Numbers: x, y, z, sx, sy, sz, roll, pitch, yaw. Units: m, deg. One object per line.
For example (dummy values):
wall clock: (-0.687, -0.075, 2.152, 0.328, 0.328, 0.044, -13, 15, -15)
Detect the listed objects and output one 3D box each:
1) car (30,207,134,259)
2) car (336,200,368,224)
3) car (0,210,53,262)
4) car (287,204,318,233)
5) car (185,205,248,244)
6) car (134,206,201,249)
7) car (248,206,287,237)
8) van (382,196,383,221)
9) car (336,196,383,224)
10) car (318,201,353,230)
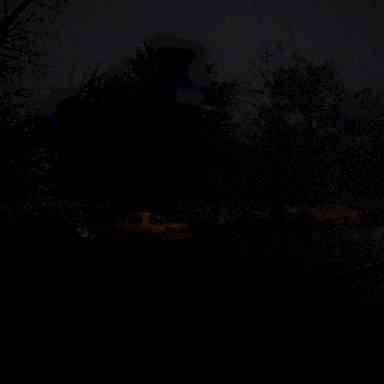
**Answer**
car: (-4.761, 1.389, 12.824, 4.553, 1.767, 2.185, -1, -1, 34)
car: (9.245, 1.554, 23.657, 5.366, 1.575, 1.946, -1, -1, 32)
car: (-7.127, 1.506, 11.052, 5.008, 1.535, 2.097, -1, -1, 34)
car: (4.733, 1.581, 19.915, 4.674, 1.452, 2.002, -1, -1, 33)
car: (0.043, 1.401, 16.314, 4.553, 1.767, 2.185, -1, -1, 33)
car: (-2.510, 1.520, 14.660, 5.366, 1.575, 1.946, -1, -1, 34)
car: (2.383, 1.574, 18.113, 4.674, 1.452, 2.002, -1, -1, 33)
van: (14.130, 1.341, 27.199, 4.442, 1.987, 1.878, -1, -1, 31)
car: (11.750, 1.435, 25.382, 4.553, 1.767, 2.185, -1, -1, 32)
car: (7.232, 1.542, 21.638, 5.366, 1.575, 1.946, -1, -1, 32)
